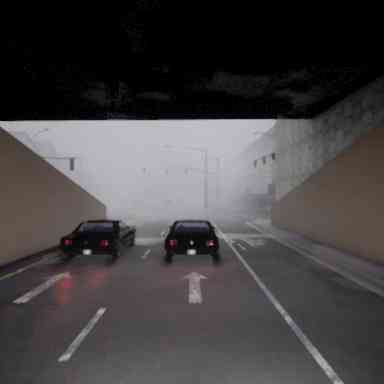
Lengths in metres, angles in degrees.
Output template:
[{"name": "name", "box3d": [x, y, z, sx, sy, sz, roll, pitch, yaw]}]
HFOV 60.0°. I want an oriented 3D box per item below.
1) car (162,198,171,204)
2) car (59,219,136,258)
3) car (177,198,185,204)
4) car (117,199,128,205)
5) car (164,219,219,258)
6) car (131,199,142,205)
[{"name": "car", "box3d": [-6.217, 2.256, 81.992, 1.994, 1.385, 4.181, 0, -1, 1]}, {"name": "car", "box3d": [-3.494, 1.747, 13.354, 1.895, 1.301, 4.718, 0, -1, 0]}, {"name": "car", "box3d": [-2.718, 2.255, 81.906, 1.994, 1.385, 4.181, 0, -1, 1]}, {"name": "car", "box3d": [-16.767, 2.393, 80.067, 2.128, 1.511, 4.902, 0, -1, 1]}, {"name": "car", "box3d": [0.006, 1.747, 13.356, 1.895, 1.301, 4.718, 0, -1, 0]}, {"name": "car", "box3d": [-13.268, 2.345, 79.982, 1.882, 1.535, 5.008, 0, -1, 1]}]
